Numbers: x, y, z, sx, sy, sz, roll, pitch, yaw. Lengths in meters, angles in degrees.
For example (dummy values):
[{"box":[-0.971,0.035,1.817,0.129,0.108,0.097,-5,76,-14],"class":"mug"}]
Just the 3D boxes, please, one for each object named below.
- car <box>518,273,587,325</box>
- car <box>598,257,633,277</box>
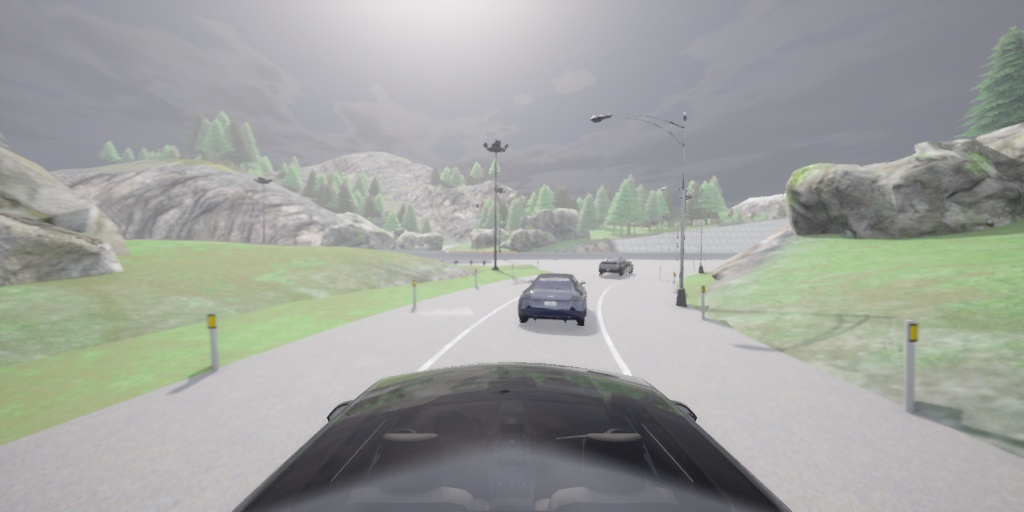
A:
[{"box":[1.459,1.249,11.790,1.994,1.385,4.181,1,1,12],"class":"car"},{"box":[8.535,0.806,29.219,2.128,1.511,4.902,1,2,31],"class":"car"}]
